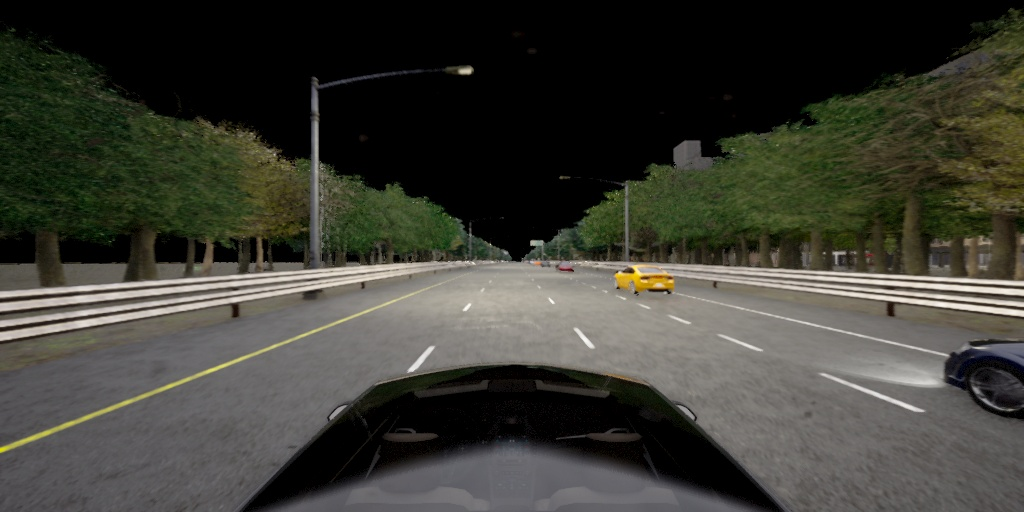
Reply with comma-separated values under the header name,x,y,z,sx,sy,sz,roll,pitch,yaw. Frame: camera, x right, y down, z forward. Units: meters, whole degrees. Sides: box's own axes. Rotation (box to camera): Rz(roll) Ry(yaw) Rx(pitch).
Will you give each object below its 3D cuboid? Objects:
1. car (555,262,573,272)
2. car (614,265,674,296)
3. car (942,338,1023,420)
name,x,y,z,sx,sy,sz,roll,pitch,yaw
car,7.109,1.473,49.194,1.994,1.385,4.181,0,-1,0
car,7.014,1.238,19.563,1.882,1.535,5.008,0,0,0
car,7.038,1.314,3.224,1.994,1.385,4.181,0,0,0
